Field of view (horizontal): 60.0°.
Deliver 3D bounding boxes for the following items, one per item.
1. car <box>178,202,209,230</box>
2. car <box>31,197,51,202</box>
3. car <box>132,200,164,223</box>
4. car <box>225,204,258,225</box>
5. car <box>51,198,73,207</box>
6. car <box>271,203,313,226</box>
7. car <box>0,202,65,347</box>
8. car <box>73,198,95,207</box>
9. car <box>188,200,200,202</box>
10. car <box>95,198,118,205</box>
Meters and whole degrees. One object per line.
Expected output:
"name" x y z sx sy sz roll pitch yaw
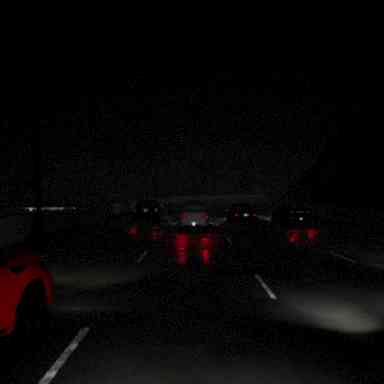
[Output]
"car" 0.101 1.571 21.157 1.812 1.442 4.674 0 0 0
"car" -23.593 1.590 52.887 1.882 1.535 5.008 0 0 5
"car" -3.399 1.408 26.383 2.097 1.767 4.553 0 0 0
"car" 3.601 1.600 24.788 2.033 1.411 5.357 0 0 0
"car" -20.065 1.712 53.063 1.895 1.301 4.718 0 0 5
"car" 7.101 1.543 24.059 2.128 1.511 4.902 0 0 0
"car" -3.400 1.226 3.186 2.150 2.045 5.566 0 0 0
"car" -16.573 1.681 52.816 1.994 1.385 4.181 0 0 5
"car" 0.223 1.629 38.869 2.033 1.411 5.357 0 0 2
"car" -13.095 1.679 52.411 1.994 1.385 4.181 0 0 5
